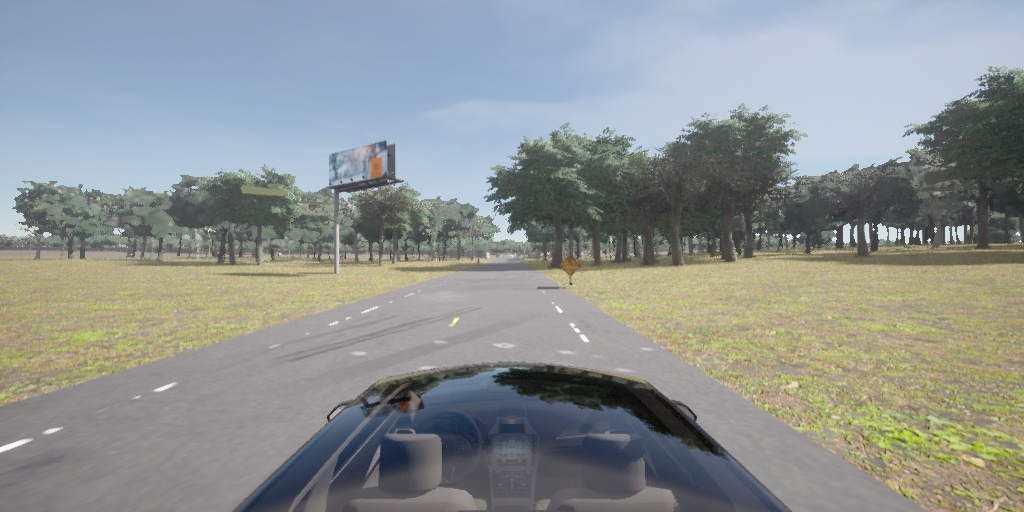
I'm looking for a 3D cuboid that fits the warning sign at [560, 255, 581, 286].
[{"bbox_3d":[3.550,0.867,21.687,1.300,1.860,1.060,0,0,0],"label":"warning sign"}]
